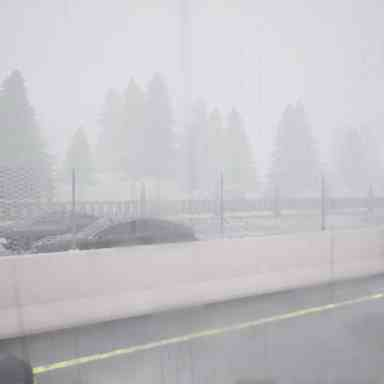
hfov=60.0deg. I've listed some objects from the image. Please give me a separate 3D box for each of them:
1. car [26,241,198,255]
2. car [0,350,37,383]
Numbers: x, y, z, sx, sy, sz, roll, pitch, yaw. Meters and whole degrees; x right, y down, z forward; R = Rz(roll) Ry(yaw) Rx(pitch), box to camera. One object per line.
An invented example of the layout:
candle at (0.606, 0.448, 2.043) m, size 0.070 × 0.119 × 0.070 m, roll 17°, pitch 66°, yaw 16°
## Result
car at (-2.198, 1.480, 10.020) m, size 4.892 × 1.490 × 1.837 m, roll 0°, pitch 0°, yaw -26°
car at (-3.305, 1.509, 1.445) m, size 4.892 × 1.490 × 1.837 m, roll 0°, pitch 0°, yaw -26°
